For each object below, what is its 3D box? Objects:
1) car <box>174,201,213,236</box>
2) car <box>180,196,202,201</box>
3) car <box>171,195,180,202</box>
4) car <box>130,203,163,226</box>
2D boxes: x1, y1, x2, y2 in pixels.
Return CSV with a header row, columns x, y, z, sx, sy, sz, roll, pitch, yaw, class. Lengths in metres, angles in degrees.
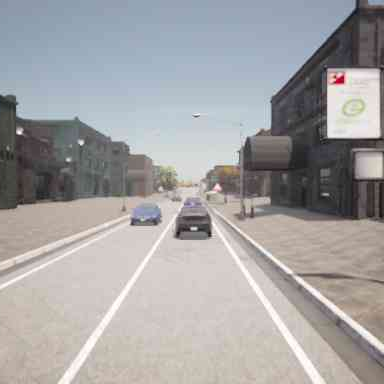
x,y,z,sx,sy,sz,roll,pitch,yaw,class
0.091,1.488,18.246,1.837,1.490,4.892,0,0,0,car
0.085,1.280,37.285,2.097,1.767,4.553,0,0,0,car
-3.037,1.314,65.829,1.994,1.385,4.181,0,0,0,car
-3.097,1.499,23.310,1.812,1.442,4.674,0,0,0,car
